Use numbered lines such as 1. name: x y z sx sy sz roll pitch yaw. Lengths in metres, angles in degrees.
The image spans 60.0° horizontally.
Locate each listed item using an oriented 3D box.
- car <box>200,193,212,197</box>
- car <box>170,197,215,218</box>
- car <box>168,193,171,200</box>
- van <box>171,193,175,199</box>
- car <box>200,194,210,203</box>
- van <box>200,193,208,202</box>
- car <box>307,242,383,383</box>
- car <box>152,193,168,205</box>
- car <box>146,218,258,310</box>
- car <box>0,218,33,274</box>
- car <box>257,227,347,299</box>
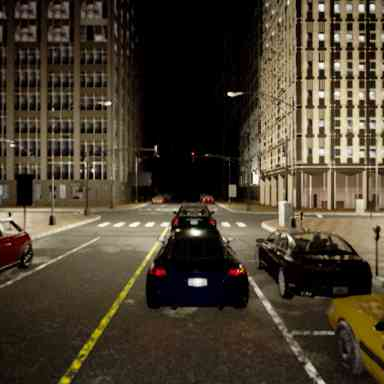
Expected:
1. car: 2.754 1.355 57.466 1.967 1.590 4.097 0 0 0
2. car: 0.089 1.337 16.494 2.097 1.767 4.553 0 0 0
3. car: -5.754 1.215 63.147 2.192 1.841 5.009 0 0 0
4. van: -5.735 1.190 80.203 1.690 1.788 3.998 0 0 0
5. car: 2.652 1.323 68.834 1.967 1.590 4.097 0 0 0
6. van: 2.649 1.208 74.519 1.690 1.788 3.998 0 0 0
7. car: 2.690 1.523 2.708 1.752 1.417 4.829 0 0 0
8. car: -5.817 1.355 57.462 1.967 1.590 4.097 0 0 0
9. car: 0.097 1.558 7.861 1.994 1.385 4.181 0 0 0
10. car: -5.693 1.434 8.199 1.967 1.590 4.097 0 0 0
11. car: 2.687 1.545 8.206 2.008 1.369 4.403 0 0 0
